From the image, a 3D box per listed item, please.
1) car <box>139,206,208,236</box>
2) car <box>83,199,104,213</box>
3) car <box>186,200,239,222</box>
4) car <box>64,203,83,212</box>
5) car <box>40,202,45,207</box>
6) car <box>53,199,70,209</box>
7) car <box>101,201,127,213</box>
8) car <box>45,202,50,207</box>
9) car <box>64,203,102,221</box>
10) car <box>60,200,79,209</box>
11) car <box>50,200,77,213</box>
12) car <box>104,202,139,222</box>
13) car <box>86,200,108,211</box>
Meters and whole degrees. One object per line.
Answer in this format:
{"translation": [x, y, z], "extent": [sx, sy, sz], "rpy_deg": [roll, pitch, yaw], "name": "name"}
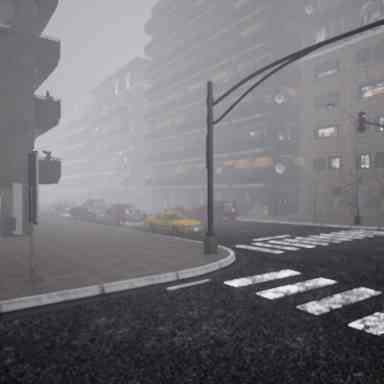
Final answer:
{"translation": [-1.179, 1.799, 20.426], "extent": [1.752, 1.417, 4.829], "rpy_deg": [-2, 0, -36], "name": "car"}
{"translation": [-14.383, 2.013, 48.288], "extent": [2.150, 2.045, 5.566], "rpy_deg": [0, -1, -36], "name": "car"}
{"translation": [2.083, 1.653, 30.109], "extent": [2.192, 1.841, 5.009], "rpy_deg": [-2, 0, -36], "name": "car"}
{"translation": [-19.926, 2.523, 55.797], "extent": [1.994, 1.385, 4.181], "rpy_deg": [0, -1, -36], "name": "car"}
{"translation": [-34.630, 2.993, 80.435], "extent": [1.887, 1.381, 4.507], "rpy_deg": [-2, 0, -36], "name": "car"}
{"translation": [-27.961, 2.566, 71.285], "extent": [2.192, 1.841, 5.009], "rpy_deg": [-2, 0, -36], "name": "car"}
{"translation": [-11.809, 2.230, 50.015], "extent": [1.801, 1.575, 5.366], "rpy_deg": [0, -1, -36], "name": "car"}
{"translation": [-31.291, 2.916, 75.860], "extent": [1.947, 1.339, 4.313], "rpy_deg": [-2, 0, -36], "name": "car"}
{"translation": [-11.293, 2.130, 34.290], "extent": [1.887, 1.381, 4.507], "rpy_deg": [-2, 0, -36], "name": "car"}
{"translation": [-24.622, 2.466, 66.709], "extent": [2.192, 1.841, 5.009], "rpy_deg": [-2, 0, -36], "name": "car"}
{"translation": [-19.039, 2.367, 49.479], "extent": [2.128, 1.511, 4.902], "rpy_deg": [0, -1, -36], "name": "car"}
{"translation": [-6.322, 1.835, 31.898], "extent": [2.097, 1.767, 4.553], "rpy_deg": [0, -1, -36], "name": "car"}
{"translation": [-15.837, 2.248, 55.472], "extent": [2.097, 1.767, 4.553], "rpy_deg": [0, -1, -36], "name": "car"}
